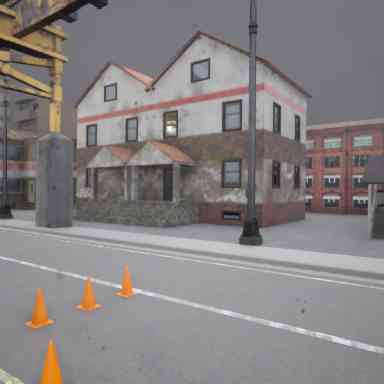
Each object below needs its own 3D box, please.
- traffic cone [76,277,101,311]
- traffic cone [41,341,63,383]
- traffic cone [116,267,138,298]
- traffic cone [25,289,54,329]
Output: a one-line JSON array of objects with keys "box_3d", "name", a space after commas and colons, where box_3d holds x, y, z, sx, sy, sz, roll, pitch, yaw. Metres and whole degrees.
[{"box_3d": [-2.011, 1.949, 6.475, 0.340, 0.580, 0.340, 0, 0, 36], "name": "traffic cone"}, {"box_3d": [-1.558, 1.952, 3.683, 0.340, 0.580, 0.340, 0, 0, 36], "name": "traffic cone"}, {"box_3d": [-1.426, 1.949, 7.286, 0.340, 0.580, 0.340, 0, 0, 36], "name": "traffic cone"}, {"box_3d": [-2.595, 1.949, 5.664, 0.340, 0.580, 0.340, 0, 0, 36], "name": "traffic cone"}]
